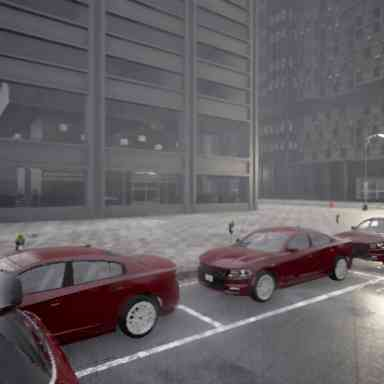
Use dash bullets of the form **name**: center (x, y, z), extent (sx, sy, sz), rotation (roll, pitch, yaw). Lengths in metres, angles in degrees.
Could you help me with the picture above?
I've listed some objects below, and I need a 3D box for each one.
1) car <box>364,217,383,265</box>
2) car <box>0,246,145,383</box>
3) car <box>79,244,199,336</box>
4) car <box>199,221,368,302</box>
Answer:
- **car**: center (6.684, 1.537, 11.440), extent (4.507, 1.381, 1.887), rotation (0, 0, -36)
- **car**: center (-2.728, 1.354, 1.306), extent (4.553, 1.767, 2.097), rotation (0, 0, -36)
- **car**: center (-2.307, 1.546, 5.015), extent (4.507, 1.381, 1.887), rotation (0, 0, -36)
- **car**: center (2.188, 1.541, 8.227), extent (4.507, 1.381, 1.887), rotation (0, 0, -36)
